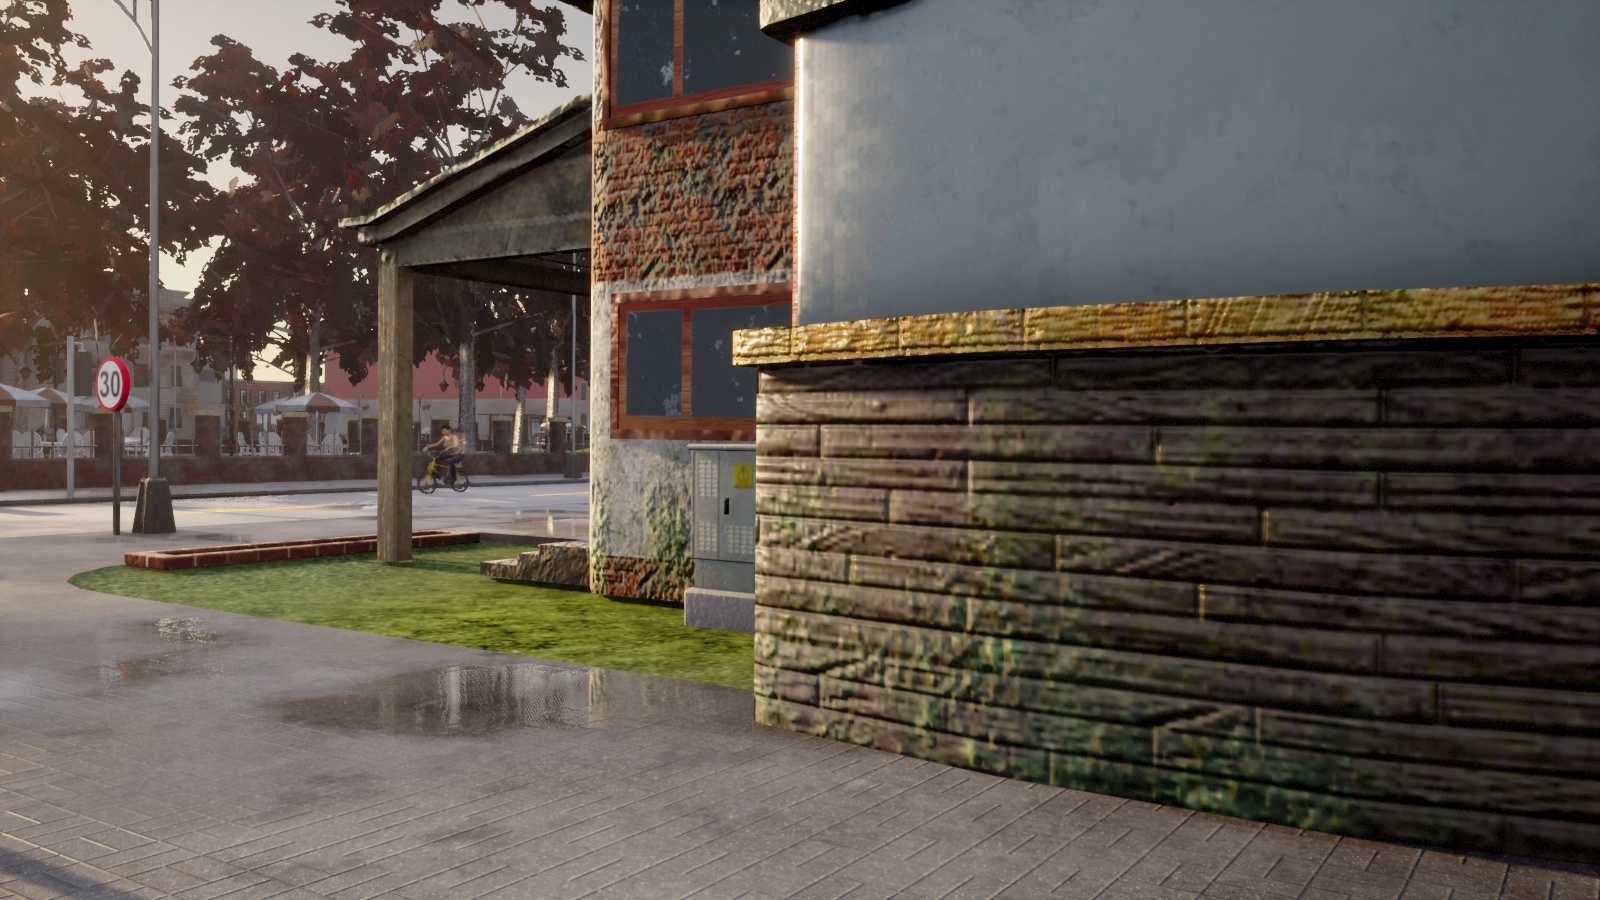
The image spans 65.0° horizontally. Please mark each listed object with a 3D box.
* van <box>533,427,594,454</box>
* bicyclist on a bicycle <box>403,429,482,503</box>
[{"bbox_3d":[-18.047,-0.698,96.033,2.069,2.038,4.480,0,0,34],"label":"van"},{"bbox_3d":[-8.192,0.349,28.841,0.866,1.612,1.509,0,1,33],"label":"bicyclist on a bicycle"}]
